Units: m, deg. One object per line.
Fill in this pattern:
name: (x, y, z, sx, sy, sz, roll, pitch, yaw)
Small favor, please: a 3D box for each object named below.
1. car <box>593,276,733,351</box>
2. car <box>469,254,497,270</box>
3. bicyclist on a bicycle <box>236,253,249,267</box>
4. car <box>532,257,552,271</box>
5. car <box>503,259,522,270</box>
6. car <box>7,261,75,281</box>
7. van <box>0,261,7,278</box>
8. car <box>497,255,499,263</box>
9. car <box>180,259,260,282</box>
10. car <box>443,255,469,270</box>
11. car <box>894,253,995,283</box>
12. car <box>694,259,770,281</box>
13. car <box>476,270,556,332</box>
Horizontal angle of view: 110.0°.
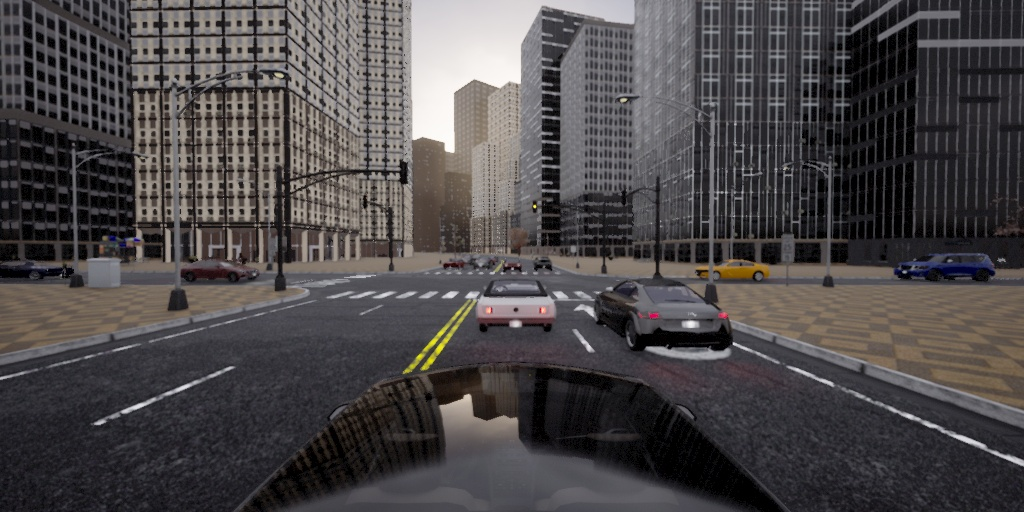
car: (3.344, 1.235, 8.753, 1.994, 1.385, 4.181, 0, 1, -1)
car: (-3.350, 0.768, 42.146, 2.128, 1.511, 4.902, 0, 1, 3)
bicyclist on a bicycle: (-24.757, 0.532, 32.856, 0.582, 1.620, 1.656, 0, 1, 1)
car: (3.292, 0.817, 39.276, 1.837, 1.490, 4.892, 0, 1, 0)
car: (0.043, 0.933, 37.640, 1.895, 1.301, 4.718, 0, 1, 0)
car: (-32.655, 0.961, 24.310, 4.718, 1.301, 1.895, 0, 1, 1)
van: (-33.968, 0.745, 21.762, 3.998, 1.789, 1.690, 0, 0, 1)
car: (-3.402, 0.735, 53.309, 1.895, 1.301, 4.718, 0, 1, 0)
car: (-19.521, 0.951, 24.005, 4.674, 1.442, 1.812, 0, 1, 1)
car: (-6.652, 0.886, 41.461, 1.895, 1.301, 4.718, 0, 1, 3)
car: (31.683, 0.826, 26.346, 5.566, 2.045, 2.150, 0, 1, 1)
car: (16.270, 1.011, 26.652, 5.008, 1.535, 1.882, 0, 1, 1)
car: (0.086, 1.252, 10.460, 1.895, 1.301, 4.718, 0, 1, 0)
